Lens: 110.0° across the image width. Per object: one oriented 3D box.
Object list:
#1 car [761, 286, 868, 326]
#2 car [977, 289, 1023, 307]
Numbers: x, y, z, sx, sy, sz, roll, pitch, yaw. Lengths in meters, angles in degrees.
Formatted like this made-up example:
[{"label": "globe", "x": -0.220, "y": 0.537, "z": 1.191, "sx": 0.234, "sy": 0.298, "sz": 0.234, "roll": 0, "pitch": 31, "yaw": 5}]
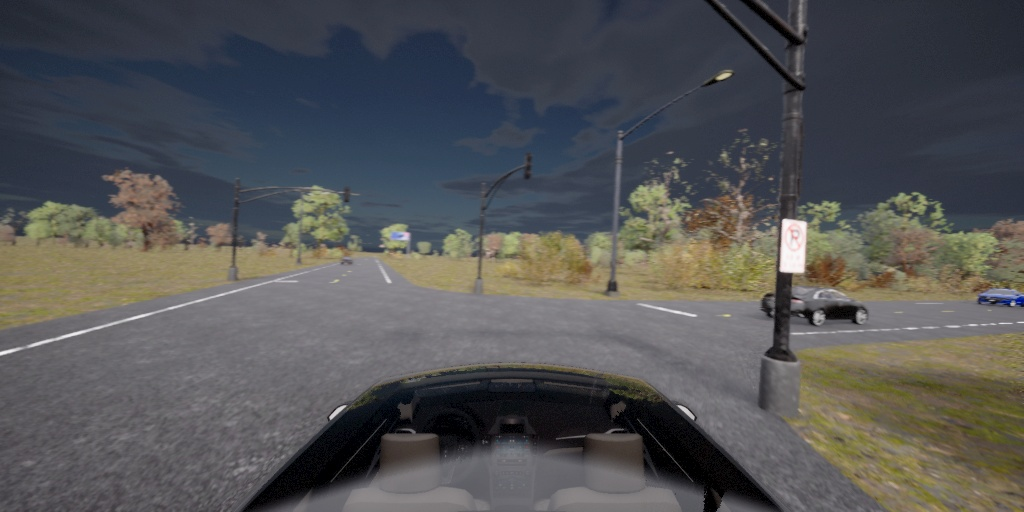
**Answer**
[{"label": "car", "x": 13.022, "y": 2.073, "z": 15.397, "sx": 4.902, "sy": 1.511, "sz": 2.128, "roll": 3, "pitch": 0, "yaw": -21}, {"label": "car", "x": 44.081, "y": 3.702, "z": 32.242, "sx": 5.008, "sy": 1.535, "sz": 1.882, "roll": 3, "pitch": 0, "yaw": -24}]
